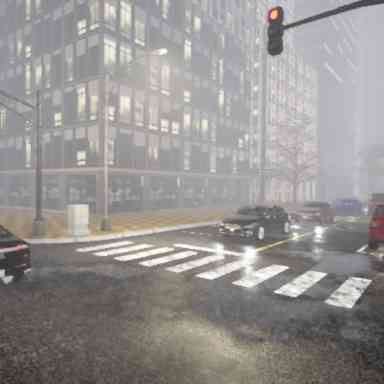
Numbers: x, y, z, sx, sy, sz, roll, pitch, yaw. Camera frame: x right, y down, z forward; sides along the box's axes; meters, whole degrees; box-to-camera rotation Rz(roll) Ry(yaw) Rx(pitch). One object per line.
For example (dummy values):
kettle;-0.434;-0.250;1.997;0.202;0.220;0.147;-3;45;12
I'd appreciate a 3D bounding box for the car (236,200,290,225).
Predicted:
car;4.982;1.321;22.799;1.752;1.417;4.829;1;1;37

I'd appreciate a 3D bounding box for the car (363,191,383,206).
car;24.446;0.832;44.542;2.097;1.767;4.553;2;1;36

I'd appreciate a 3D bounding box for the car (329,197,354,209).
car;18.502;1.339;41.063;1.947;1.339;4.313;1;1;37

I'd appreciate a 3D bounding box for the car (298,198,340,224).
car;8.736;1.374;23.507;1.812;1.442;4.674;2;1;36

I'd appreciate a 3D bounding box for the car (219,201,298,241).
car;3.173;1.360;16.041;1.837;1.490;4.892;2;1;38

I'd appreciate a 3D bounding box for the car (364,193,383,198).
car;17.345;1.128;29.754;2.150;2.045;5.566;2;1;37

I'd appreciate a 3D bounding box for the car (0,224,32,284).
car;-5.691;1.310;7.751;4.902;1.511;2.128;1;1;35

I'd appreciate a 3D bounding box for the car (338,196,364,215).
car;14.800;1.317;31.679;1.882;1.535;5.008;2;1;37

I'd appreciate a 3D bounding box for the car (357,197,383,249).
car;8.467;1.293;13.419;2.192;1.841;5.009;1;1;37

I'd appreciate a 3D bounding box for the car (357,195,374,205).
car;28.464;1.277;54.522;1.752;1.417;4.829;1;1;37
